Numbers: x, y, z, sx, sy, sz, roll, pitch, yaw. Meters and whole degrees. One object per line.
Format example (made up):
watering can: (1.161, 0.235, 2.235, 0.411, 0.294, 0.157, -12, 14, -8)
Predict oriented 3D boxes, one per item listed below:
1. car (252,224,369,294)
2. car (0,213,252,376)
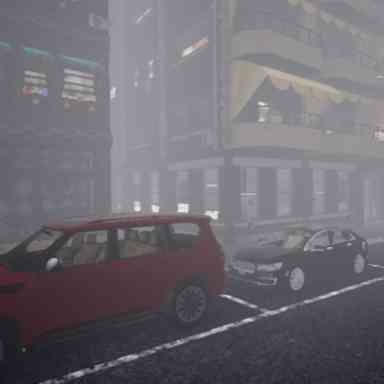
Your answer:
car: (2.891, 1.538, 8.647, 4.403, 1.369, 2.008, 0, -1, -36)
car: (-1.661, 1.312, 5.380, 5.009, 1.841, 2.192, 0, -1, -36)
